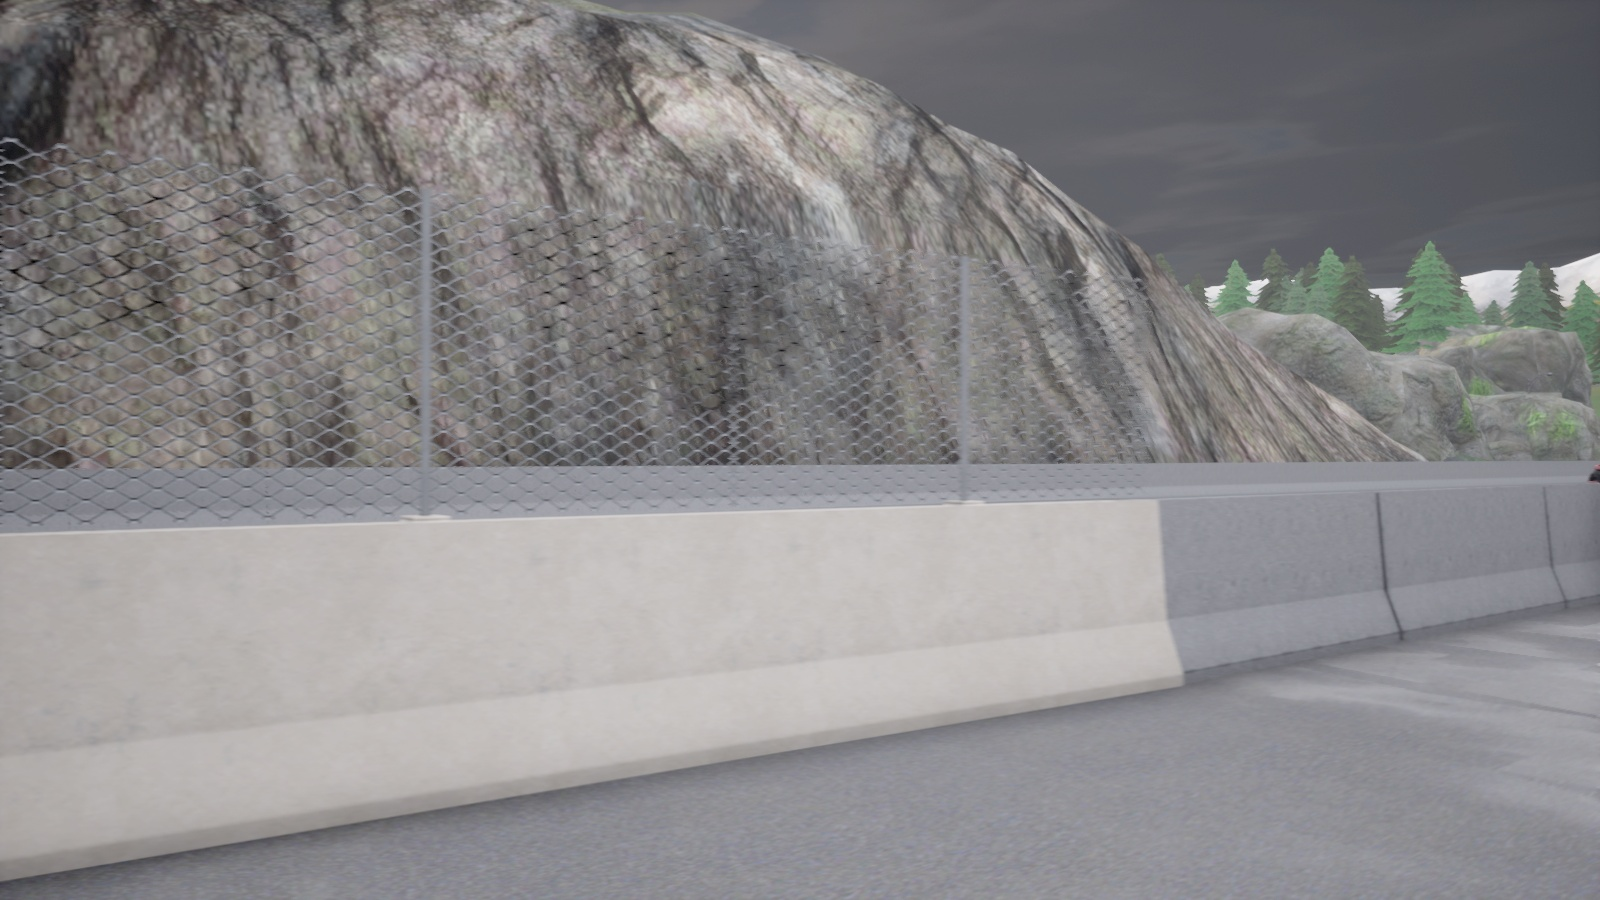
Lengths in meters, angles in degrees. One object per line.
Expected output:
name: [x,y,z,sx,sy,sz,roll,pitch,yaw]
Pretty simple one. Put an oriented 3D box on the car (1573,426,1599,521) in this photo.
car: [19.698,0.495,28.312,5.566,2.045,2.150,0,0,-39]
